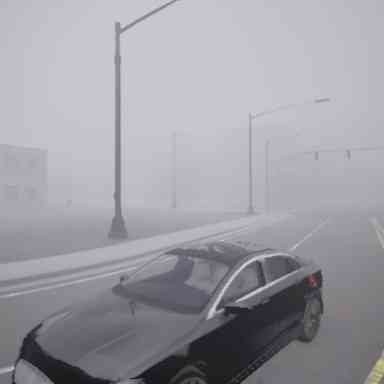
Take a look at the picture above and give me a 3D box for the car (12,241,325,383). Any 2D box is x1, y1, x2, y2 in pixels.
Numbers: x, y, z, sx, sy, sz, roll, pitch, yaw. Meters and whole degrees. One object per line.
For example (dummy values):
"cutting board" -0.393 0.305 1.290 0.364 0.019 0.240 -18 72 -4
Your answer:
"car" 0.242 1.526 4.579 2.128 1.511 4.902 0 0 41
